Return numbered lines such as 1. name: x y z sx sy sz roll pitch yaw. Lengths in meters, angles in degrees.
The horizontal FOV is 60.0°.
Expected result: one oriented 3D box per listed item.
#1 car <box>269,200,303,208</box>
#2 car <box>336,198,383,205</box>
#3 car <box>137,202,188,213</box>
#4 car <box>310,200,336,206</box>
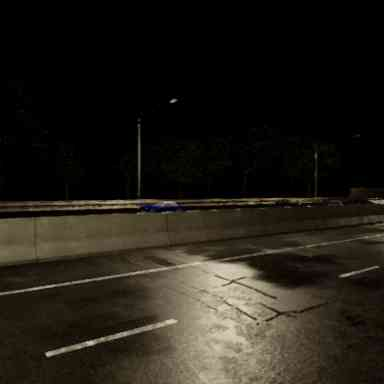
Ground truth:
1. car: 10.576 1.567 37.313 4.181 1.385 1.994 0 0 -35
2. car: 16.724 1.529 33.099 4.674 1.442 1.812 0 0 -35
3. car: -2.844 1.601 32.054 4.718 1.301 1.895 0 0 -35
4. car: 14.778 1.551 36.011 5.357 1.411 2.033 0 0 -35
